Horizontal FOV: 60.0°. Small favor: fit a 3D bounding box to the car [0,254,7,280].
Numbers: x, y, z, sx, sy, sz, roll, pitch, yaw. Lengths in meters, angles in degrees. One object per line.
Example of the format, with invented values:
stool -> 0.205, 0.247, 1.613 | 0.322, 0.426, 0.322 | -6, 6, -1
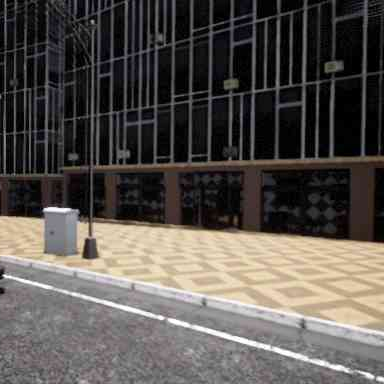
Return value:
car -> -6.734, 1.534, 8.117 | 5.357, 1.411, 2.033 | 0, 0, 33
